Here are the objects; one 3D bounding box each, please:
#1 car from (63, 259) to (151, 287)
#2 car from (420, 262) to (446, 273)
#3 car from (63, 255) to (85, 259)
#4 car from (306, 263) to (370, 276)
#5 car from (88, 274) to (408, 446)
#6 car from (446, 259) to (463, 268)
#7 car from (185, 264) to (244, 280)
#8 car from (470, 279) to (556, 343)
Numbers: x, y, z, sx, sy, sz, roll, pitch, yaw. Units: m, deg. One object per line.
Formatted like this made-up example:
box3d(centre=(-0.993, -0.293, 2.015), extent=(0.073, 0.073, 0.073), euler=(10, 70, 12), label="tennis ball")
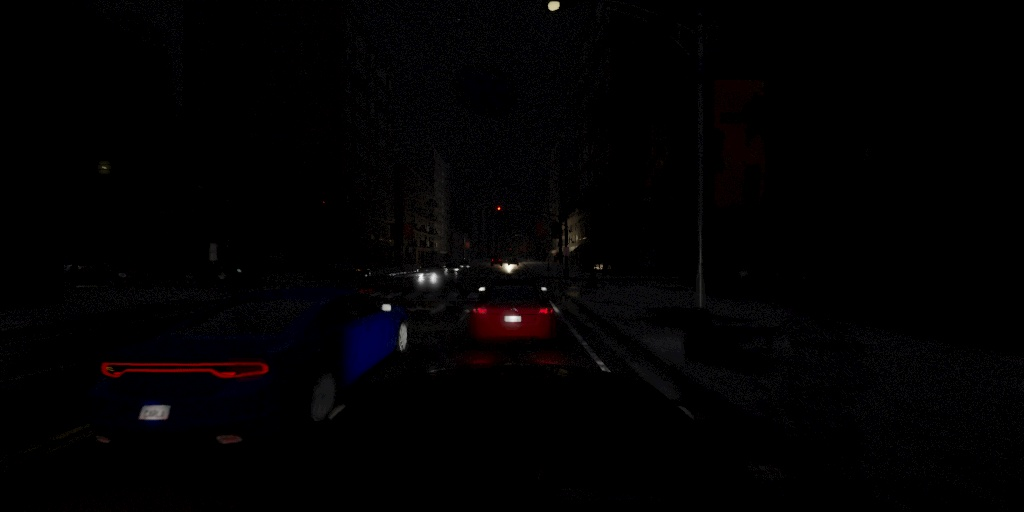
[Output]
box3d(centre=(-25.346, 1.169, 22.531), extent=(4.097, 1.591, 1.967), euler=(0, 0, 0), label="car")
box3d(centre=(-9.705, 1.343, 43.172), extent=(1.895, 1.301, 4.718), euler=(0, 0, 0), label="car")
box3d(centre=(-31.509, 0.958, 25.125), extent=(5.566, 2.045, 2.150), euler=(0, 0, 1), label="car")
box3d(centre=(-13.294, 1.244, 27.410), extent=(4.902, 1.511, 2.128), euler=(0, -1, 14), label="car")
box3d(centre=(-3.136, 1.227, 5.633), extent=(1.882, 1.535, 5.008), euler=(0, 0, 0), label="car")
box3d(centre=(-9.637, 1.240, 58.427), extent=(1.837, 1.490, 4.892), euler=(0, 0, 0), label="car")
box3d(centre=(-25.276, 1.325, 30.556), extent=(4.313, 1.339, 1.948), euler=(0, 0, 0), label="car")
box3d(centre=(0.031, 1.313, 9.674), extent=(1.994, 1.385, 4.181), euler=(0, 0, 0), label="car")
